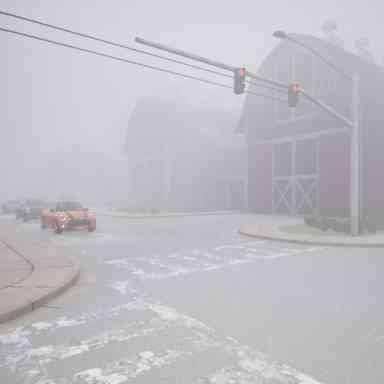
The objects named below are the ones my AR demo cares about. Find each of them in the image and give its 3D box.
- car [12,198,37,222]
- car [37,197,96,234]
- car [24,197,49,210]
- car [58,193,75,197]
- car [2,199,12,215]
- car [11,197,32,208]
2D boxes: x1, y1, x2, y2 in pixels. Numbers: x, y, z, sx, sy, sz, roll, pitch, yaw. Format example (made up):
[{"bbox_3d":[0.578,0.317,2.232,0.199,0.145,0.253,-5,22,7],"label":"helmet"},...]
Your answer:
[{"bbox_3d":[-12.584,1.347,26.534,2.097,1.767,4.553,0,0,-37],"label":"car"},{"bbox_3d":[-7.278,1.342,19.422,2.097,1.767,4.553,0,0,-37],"label":"car"},{"bbox_3d":[-19.924,1.440,42.415,1.882,1.535,5.008,-1,0,-37],"label":"car"},{"bbox_3d":[-18.459,1.160,47.364,3.866,1.878,1.905,-2,5,11],"label":"car"},{"bbox_3d":[-17.868,1.499,33.617,1.837,1.490,4.892,0,1,-37],"label":"car"},{"bbox_3d":[-25.761,1.557,50.182,2.033,1.411,5.357,0,0,-37],"label":"car"}]
